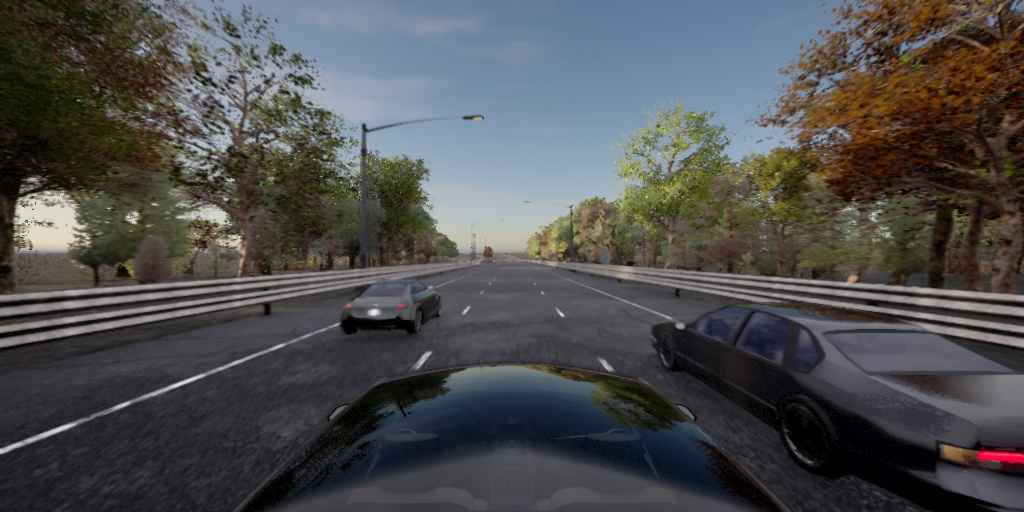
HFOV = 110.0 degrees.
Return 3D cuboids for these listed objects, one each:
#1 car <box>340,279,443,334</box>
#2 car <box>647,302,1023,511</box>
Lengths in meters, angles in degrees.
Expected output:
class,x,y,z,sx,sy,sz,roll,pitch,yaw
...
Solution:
class,x,y,z,sx,sy,sz,roll,pitch,yaw
car,-3.398,1.375,10.851,1.994,1.385,4.181,0,0,0
car,3.605,1.317,4.681,2.033,1.411,5.357,0,0,0
